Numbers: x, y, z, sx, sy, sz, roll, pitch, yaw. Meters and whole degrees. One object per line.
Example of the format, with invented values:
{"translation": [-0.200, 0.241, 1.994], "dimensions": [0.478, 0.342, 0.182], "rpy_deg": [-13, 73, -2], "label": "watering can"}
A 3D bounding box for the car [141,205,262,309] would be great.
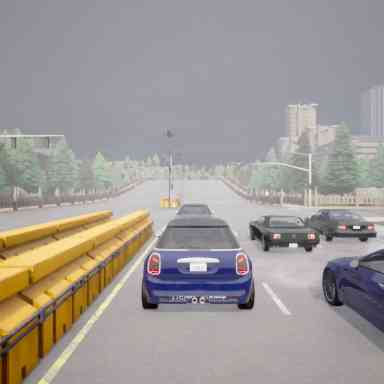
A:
{"translation": [0.115, 1.352, 8.013], "dimensions": [2.097, 1.767, 4.553], "rpy_deg": [0, 0, 0], "label": "car"}

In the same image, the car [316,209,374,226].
{"translation": [7.108, 1.547, 16.559], "dimensions": [2.033, 1.411, 5.357], "rpy_deg": [0, 0, 4], "label": "car"}

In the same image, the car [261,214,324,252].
{"translation": [3.624, 1.601, 13.984], "dimensions": [1.895, 1.301, 4.718], "rpy_deg": [0, 0, 1], "label": "car"}

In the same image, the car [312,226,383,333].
{"translation": [3.613, 1.526, 5.044], "dimensions": [1.812, 1.442, 4.674], "rpy_deg": [0, 0, 0], "label": "car"}

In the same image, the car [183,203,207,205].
{"translation": [0.133, 1.352, 16.949], "dimensions": [2.097, 1.767, 4.553], "rpy_deg": [0, 0, 0], "label": "car"}
